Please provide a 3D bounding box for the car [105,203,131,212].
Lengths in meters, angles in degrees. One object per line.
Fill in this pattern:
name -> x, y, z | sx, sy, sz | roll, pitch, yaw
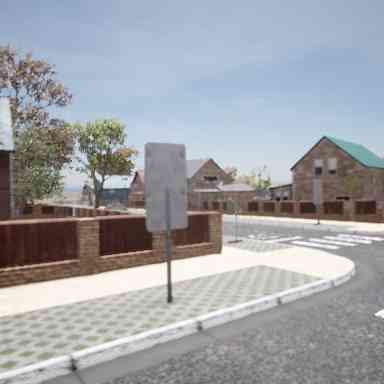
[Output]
car -> -8.868, 2.053, 39.542 | 2.097, 1.767, 4.553 | -2, 0, -30
